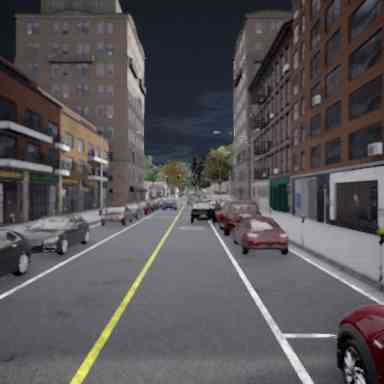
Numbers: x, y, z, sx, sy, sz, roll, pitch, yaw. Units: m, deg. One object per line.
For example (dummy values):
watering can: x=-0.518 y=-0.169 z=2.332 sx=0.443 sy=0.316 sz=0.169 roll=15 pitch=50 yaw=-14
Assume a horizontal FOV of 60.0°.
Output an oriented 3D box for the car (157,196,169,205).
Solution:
car: x=-5.385 y=1.651 z=62.998 sx=1.967 sy=1.590 sz=4.097 roll=0 pitch=0 yaw=0

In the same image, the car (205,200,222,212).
car: x=2.639 y=1.711 z=40.926 sx=1.802 sy=1.307 sz=4.206 roll=0 pitch=0 yaw=0

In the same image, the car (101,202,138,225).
car: x=-5.386 y=1.658 z=24.366 sx=1.802 sy=1.307 sz=4.206 roll=0 pitch=0 yaw=0

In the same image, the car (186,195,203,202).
car: x=0.632 y=1.584 z=77.397 sx=1.882 sy=1.535 sz=5.008 roll=0 pitch=0 yaw=27

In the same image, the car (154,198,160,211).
car: x=-5.386 y=1.695 z=40.923 sx=1.947 sy=1.339 sz=4.313 roll=0 pitch=0 yaw=0

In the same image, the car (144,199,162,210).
car: x=-5.385 y=1.698 z=46.441 sx=2.008 sy=1.369 sz=4.403 roll=0 pitch=0 yaw=0

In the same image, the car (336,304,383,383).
car: x=2.638 y=1.448 z=2.298 sx=1.967 sy=1.590 sz=4.097 roll=0 pitch=0 yaw=0

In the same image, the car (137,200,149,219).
car: x=-5.386 y=1.644 z=29.885 sx=2.008 sy=1.369 sz=4.403 roll=0 pitch=0 yaw=0

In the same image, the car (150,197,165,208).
car: x=-5.386 y=1.608 z=51.960 sx=1.967 sy=1.590 sz=4.097 roll=0 pitch=0 yaw=0

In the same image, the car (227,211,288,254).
car: x=2.638 y=1.624 z=13.335 sx=1.802 sy=1.307 sz=4.206 roll=0 pitch=0 yaw=0

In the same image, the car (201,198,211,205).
car: x=2.640 y=1.793 z=62.999 sx=1.802 sy=1.307 sz=4.206 roll=0 pitch=0 yaw=0

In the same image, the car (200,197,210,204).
car: x=2.640 y=1.799 z=68.517 sx=1.947 sy=1.339 sz=4.313 roll=0 pitch=0 yaw=0

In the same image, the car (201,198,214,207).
car: x=2.640 y=1.734 z=57.481 sx=1.887 sy=1.381 sz=4.507 roll=0 pitch=0 yaw=0

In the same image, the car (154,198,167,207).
car: x=-5.386 y=1.714 z=57.308 sx=1.752 sy=1.417 sz=4.829 roll=0 pitch=0 yaw=0

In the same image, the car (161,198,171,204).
car: x=-5.385 y=1.814 z=68.516 sx=1.802 sy=1.307 sz=4.206 roll=0 pitch=0 yaw=0

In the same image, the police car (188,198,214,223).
police car: x=0.826 y=1.508 z=26.331 sx=1.930 sy=1.638 sz=5.238 roll=0 pitch=0 yaw=0

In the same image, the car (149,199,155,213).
car: x=-5.386 y=1.656 z=35.404 sx=1.887 sy=1.381 sz=4.507 roll=0 pitch=0 yaw=0

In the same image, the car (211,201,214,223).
car: x=2.634 y=1.603 z=24.540 sx=1.752 sy=1.417 sz=4.829 roll=0 pitch=0 yaw=0

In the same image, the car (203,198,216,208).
car: x=2.639 y=1.694 z=52.133 sx=1.752 sy=1.417 sz=4.829 roll=0 pitch=0 yaw=0

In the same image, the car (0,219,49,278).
car: x=-5.387 y=1.576 z=7.809 sx=2.008 sy=1.369 sz=4.403 roll=0 pitch=0 yaw=0

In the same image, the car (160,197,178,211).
car: x=-2.843 y=1.683 z=43.043 sx=2.033 sy=1.411 sz=5.357 roll=0 pitch=0 yaw=0

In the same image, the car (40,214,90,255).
car: x=-5.387 y=1.593 z=13.328 sx=2.008 sy=1.369 sz=4.403 roll=0 pitch=0 yaw=0

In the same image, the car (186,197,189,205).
car: x=0.002 y=1.700 z=62.298 sx=2.128 sy=1.511 sz=4.902 roll=0 pitch=0 yaw=0

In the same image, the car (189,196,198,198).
car: x=0.827 y=1.589 z=42.411 sx=1.801 sy=1.575 sz=5.366 roll=0 pitch=0 yaw=0

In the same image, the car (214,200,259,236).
car: x=2.639 y=1.374 z=18.854 sx=2.192 sy=1.841 sz=5.009 roll=0 pitch=0 yaw=0

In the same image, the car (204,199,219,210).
car: x=2.639 y=1.730 z=46.444 sx=1.802 sy=1.307 sz=4.206 roll=0 pitch=0 yaw=0
